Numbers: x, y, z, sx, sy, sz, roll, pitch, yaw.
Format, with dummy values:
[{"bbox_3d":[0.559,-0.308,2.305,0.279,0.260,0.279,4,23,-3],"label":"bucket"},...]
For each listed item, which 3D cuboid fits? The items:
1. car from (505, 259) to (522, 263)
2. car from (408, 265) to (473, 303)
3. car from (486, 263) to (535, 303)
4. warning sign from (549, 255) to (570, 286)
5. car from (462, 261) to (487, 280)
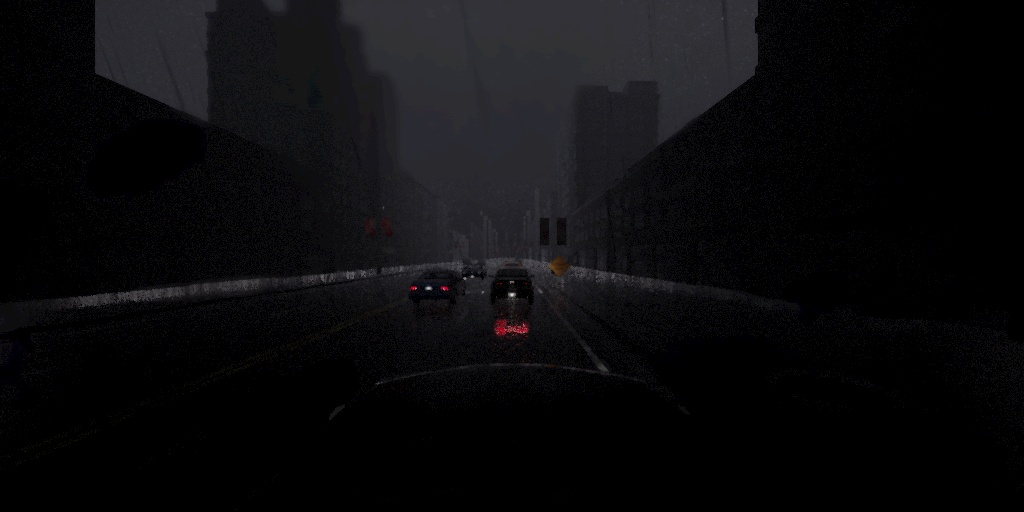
[{"bbox_3d":[0.000,1.251,31.501,1.882,1.535,5.008,0,0,0],"label":"car"},{"bbox_3d":[-3.250,1.317,16.501,2.033,1.411,5.357,0,0,0],"label":"car"},{"bbox_3d":[0.000,1.270,16.501,1.837,1.490,4.892,0,0,0],"label":"car"},{"bbox_3d":[2.850,0.871,21.693,1.300,1.860,1.060,0,0,0],"label":"warning sign"},{"bbox_3d":[-3.250,1.382,31.531,1.895,1.301,4.718,0,0,0],"label":"car"}]
